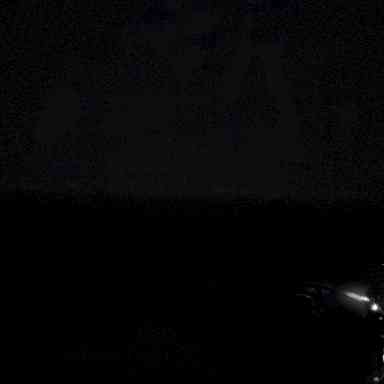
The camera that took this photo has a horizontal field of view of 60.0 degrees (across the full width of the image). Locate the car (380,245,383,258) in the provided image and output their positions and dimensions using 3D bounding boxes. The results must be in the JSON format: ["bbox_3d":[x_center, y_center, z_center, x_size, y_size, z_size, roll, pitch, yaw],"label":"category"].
[{"bbox_3d":[7.201,1.615,9.823,4.902,1.511,2.128,0,-1,-43],"label":"car"}]

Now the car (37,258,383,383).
[{"bbox_3d":[0.554,1.635,3.688,4.181,1.385,1.994,0,-1,-42],"label":"car"}]
